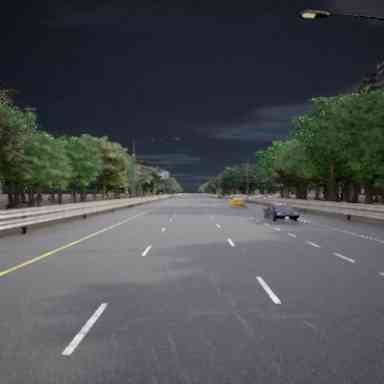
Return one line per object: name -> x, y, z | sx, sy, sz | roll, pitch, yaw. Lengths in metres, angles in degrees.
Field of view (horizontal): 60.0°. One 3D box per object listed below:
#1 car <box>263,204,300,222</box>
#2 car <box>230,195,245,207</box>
car -> 7.012, 1.637, 26.702 | 1.895, 1.301, 4.718 | 0, 0, 0
car -> 7.028, 1.562, 51.856 | 1.882, 1.535, 5.008 | 0, 0, 0
